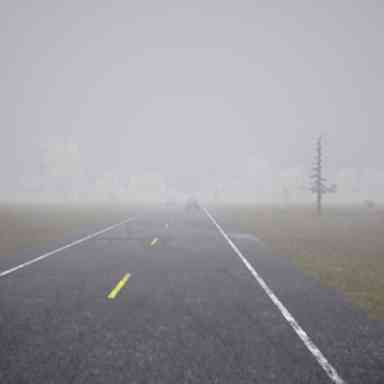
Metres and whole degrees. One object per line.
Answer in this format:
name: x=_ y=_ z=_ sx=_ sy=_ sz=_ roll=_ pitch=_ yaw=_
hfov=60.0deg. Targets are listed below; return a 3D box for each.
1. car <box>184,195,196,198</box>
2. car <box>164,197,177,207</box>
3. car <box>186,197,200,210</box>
car: x=0.114 y=1.537 z=62.681 sx=2.097 sy=1.767 sz=4.553 roll=0 pitch=0 yaw=0
car: x=-3.535 y=1.671 z=56.582 sx=1.837 sy=1.490 sz=4.892 roll=0 pitch=0 yaw=1
car: x=0.110 y=1.736 z=45.302 sx=1.895 sy=1.301 sz=4.718 roll=0 pitch=0 yaw=0
